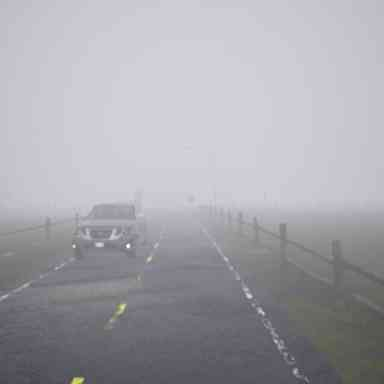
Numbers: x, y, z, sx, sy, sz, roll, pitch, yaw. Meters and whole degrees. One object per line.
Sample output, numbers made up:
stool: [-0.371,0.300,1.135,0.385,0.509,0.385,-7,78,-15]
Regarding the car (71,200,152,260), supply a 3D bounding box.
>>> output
car: [-3.100,1.418,13.712,2.150,2.045,5.566,0,-1,-1]
